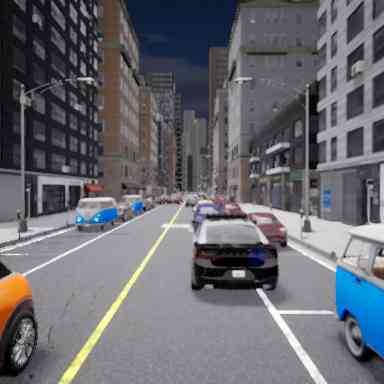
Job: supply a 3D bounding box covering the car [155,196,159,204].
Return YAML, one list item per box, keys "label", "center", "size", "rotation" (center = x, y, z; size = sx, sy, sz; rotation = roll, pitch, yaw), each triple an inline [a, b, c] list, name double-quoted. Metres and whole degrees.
- label: "car"
  center: [-5.566, 1.383, 41.833]
  size: [1.802, 1.307, 4.206]
  rotation: [0, 0, 0]

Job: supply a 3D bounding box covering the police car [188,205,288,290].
- label: "police car"
  center: [0.922, 1.381, 9.094]
  size: [1.930, 1.638, 5.238]
  rotation: [0, 0, 0]

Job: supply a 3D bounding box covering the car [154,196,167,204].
- label: "car"
  center: [-5.526, 1.310, 58.337]
  size: [1.802, 1.307, 4.206]
  rotation: [0, 0, 0]

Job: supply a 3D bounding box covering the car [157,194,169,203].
- label: "car"
  center: [-5.512, 1.145, 63.837]
  size: [1.967, 1.590, 4.097]
  rotation: [0, 0, 0]

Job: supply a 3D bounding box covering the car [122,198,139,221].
- label: "car"
  center: [-5.607, 1.428, 25.328]
  size: [2.008, 1.369, 4.403]
  rotation: [0, 0, 0]

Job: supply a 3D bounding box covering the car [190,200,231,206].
- label: "car"
  center: [0.947, 1.434, 18.985]
  size: [1.812, 1.442, 4.674]
  rotation: [0, 0, 0]

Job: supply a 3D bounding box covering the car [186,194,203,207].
- label: "car"
  center: [0.132, 1.348, 45.919]
  size: [1.994, 1.385, 4.181]
  rotation: [0, 0, 0]

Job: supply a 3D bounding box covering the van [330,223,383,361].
- label: "van"
  center: [2.863, 1.324, 3.301]
  size: [1.690, 1.788, 3.998]
  rotation: [0, 0, 0]

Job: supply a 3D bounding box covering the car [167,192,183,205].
- label: "car"
  center: [-2.950, 1.229, 53.127]
  size: [1.882, 1.535, 5.008]
  rotation: [0, 0, 0]

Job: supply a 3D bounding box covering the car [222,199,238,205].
- label: "car"
  center: [2.919, 1.460, 25.307]
  size: [1.802, 1.307, 4.206]
  rotation: [0, 0, 0]

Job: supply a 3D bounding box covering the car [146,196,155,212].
- label: "car"
  center: [-5.580, 1.392, 36.331]
  size: [1.947, 1.339, 4.313]
  rotation: [0, 0, 0]

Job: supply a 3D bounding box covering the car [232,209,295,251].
- label: "car"
  center: [2.891, 1.512, 14.305]
  size: [1.802, 1.307, 4.206]
  rotation: [0, 0, 0]

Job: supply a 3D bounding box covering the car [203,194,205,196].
- label: "car"
  center: [2.986, 1.304, 52.814]
  size: [2.008, 1.369, 4.403]
  rotation: [0, 0, 0]

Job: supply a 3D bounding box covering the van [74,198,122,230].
- label: "van"
  center: [-5.621, 1.245, 19.828]
  size: [1.690, 1.788, 3.998]
  rotation: [0, 0, 0]

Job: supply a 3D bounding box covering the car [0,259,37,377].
- label: "car"
  center: [-3.095, 1.339, 2.483]
  size: [2.097, 1.767, 4.553]
  rotation: [0, 0, 0]

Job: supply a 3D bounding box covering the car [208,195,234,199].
- label: "car"
  center: [2.931, 1.167, 30.807]
  size: [2.192, 1.841, 5.009]
  rotation: [0, 0, 0]

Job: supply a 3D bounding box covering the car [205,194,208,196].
- label: "car"
  center: [2.959, 1.242, 41.811]
  size: [1.967, 1.590, 4.097]
  rotation: [0, 0, 0]

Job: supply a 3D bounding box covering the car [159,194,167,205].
- label: "car"
  center: [-5.539, 1.318, 52.835]
  size: [1.947, 1.339, 4.313]
  rotation: [0, 0, 0]

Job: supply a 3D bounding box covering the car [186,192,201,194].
- label: "car"
  center: [0.147, 1.250, 59.328]
  size: [1.812, 1.442, 4.674]
  rotation: [0, 0, 0]

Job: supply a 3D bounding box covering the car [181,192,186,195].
- label: "car"
  center: [-2.832, 1.165, 67.995]
  size: [1.882, 1.535, 5.008]
  rotation: [0, 0, 0]

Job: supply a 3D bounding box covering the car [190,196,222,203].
- label: "car"
  center: [0.962, 1.334, 25.175]
  size: [1.801, 1.575, 5.366]
  rotation: [0, 0, 0]

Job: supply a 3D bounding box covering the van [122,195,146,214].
- label: "van"
  center: [-5.594, 1.193, 30.829]
  size: [1.690, 1.788, 3.998]
  rotation: [0, 0, 0]
